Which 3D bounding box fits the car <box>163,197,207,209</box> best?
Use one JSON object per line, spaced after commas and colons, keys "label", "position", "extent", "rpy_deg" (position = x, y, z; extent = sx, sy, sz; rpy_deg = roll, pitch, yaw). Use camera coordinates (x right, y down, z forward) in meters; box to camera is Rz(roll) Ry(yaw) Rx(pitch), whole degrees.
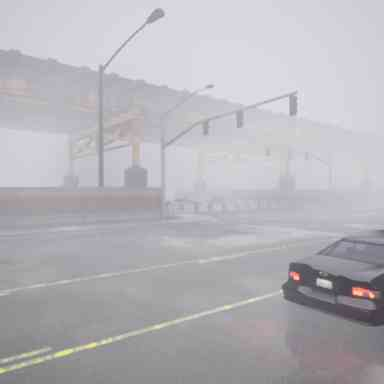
{"label": "car", "position": [-0.727, 1.189, 36.154], "extent": [4.536, 1.218, 1.853], "rpy_deg": [0, 0, 7]}

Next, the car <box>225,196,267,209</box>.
{"label": "car", "position": [6.902, 1.299, 42.684], "extent": [4.974, 1.542, 2.038], "rpy_deg": [0, 0, -8]}

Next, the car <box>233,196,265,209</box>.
{"label": "car", "position": [6.850, 1.141, 42.677], "extent": [4.536, 1.218, 1.853], "rpy_deg": [0, 0, -8]}

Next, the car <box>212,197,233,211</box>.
{"label": "car", "position": [3.037, 1.324, 38.878], "extent": [2.038, 1.542, 4.974], "rpy_deg": [0, 0, 17]}

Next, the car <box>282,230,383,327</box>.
{"label": "car", "position": [4.167, 1.512, 6.844], "extent": [5.357, 1.411, 2.033], "rpy_deg": [0, 0, -36]}

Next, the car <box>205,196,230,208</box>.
{"label": "car", "position": [3.052, 1.167, 38.927], "extent": [1.853, 1.218, 4.536], "rpy_deg": [0, 0, 17]}

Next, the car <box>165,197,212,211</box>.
{"label": "car", "position": [-0.675, 1.347, 36.148], "extent": [4.974, 1.542, 2.038], "rpy_deg": [0, 0, 7]}
